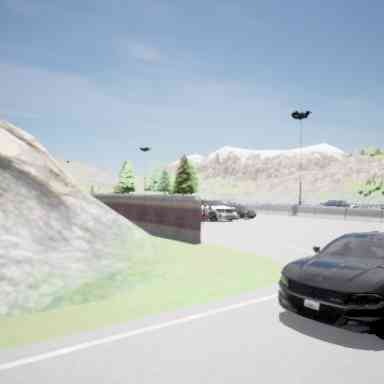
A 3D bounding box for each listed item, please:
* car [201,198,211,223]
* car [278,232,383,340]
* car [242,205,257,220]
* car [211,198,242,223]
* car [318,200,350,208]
[{"bbox_3d":[-1.153,1.557,28.107,2.150,2.045,5.566,1,0,-36],"label":"car"},{"bbox_3d":[3.780,1.586,6.832,5.008,1.535,1.882,3,-1,-40],"label":"car"},{"bbox_3d":[4.198,1.900,32.655,1.837,1.490,4.892,1,0,-35],"label":"car"},{"bbox_3d":[1.624,1.587,30.241,2.150,2.045,5.566,1,0,-35],"label":"car"},{"bbox_3d":[21.571,1.960,50.838,2.097,1.767,4.553,1,0,-35],"label":"car"}]
